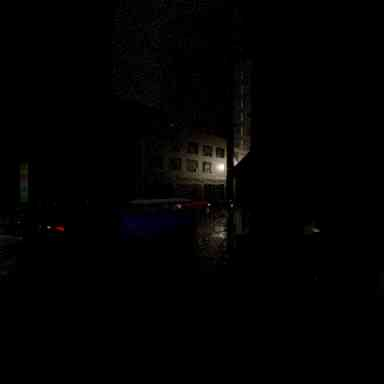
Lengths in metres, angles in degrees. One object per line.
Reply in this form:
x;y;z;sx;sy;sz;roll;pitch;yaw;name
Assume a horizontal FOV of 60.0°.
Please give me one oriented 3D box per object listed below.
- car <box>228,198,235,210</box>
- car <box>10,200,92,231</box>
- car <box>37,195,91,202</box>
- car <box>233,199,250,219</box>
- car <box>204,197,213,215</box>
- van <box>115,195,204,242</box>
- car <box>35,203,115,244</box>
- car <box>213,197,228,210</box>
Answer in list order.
5.396;1.074;35.010;2.128;1.511;4.902;0;1;36;car
-6.592;1.383;18.237;2.033;1.411;5.357;0;1;36;car
-8.304;1.123;20.406;2.192;1.841;5.009;1;1;36;car
5.151;1.280;24.585;2.008;1.369;4.403;1;1;36;car
-0.607;1.062;26.618;2.097;1.767;4.553;0;1;36;car
-1.366;1.208;15.453;1.690;1.788;3.998;1;1;36;van
-4.351;1.421;15.234;2.033;1.411;5.357;0;1;30;car
1.474;1.167;34.105;1.947;1.339;4.313;1;2;36;car
